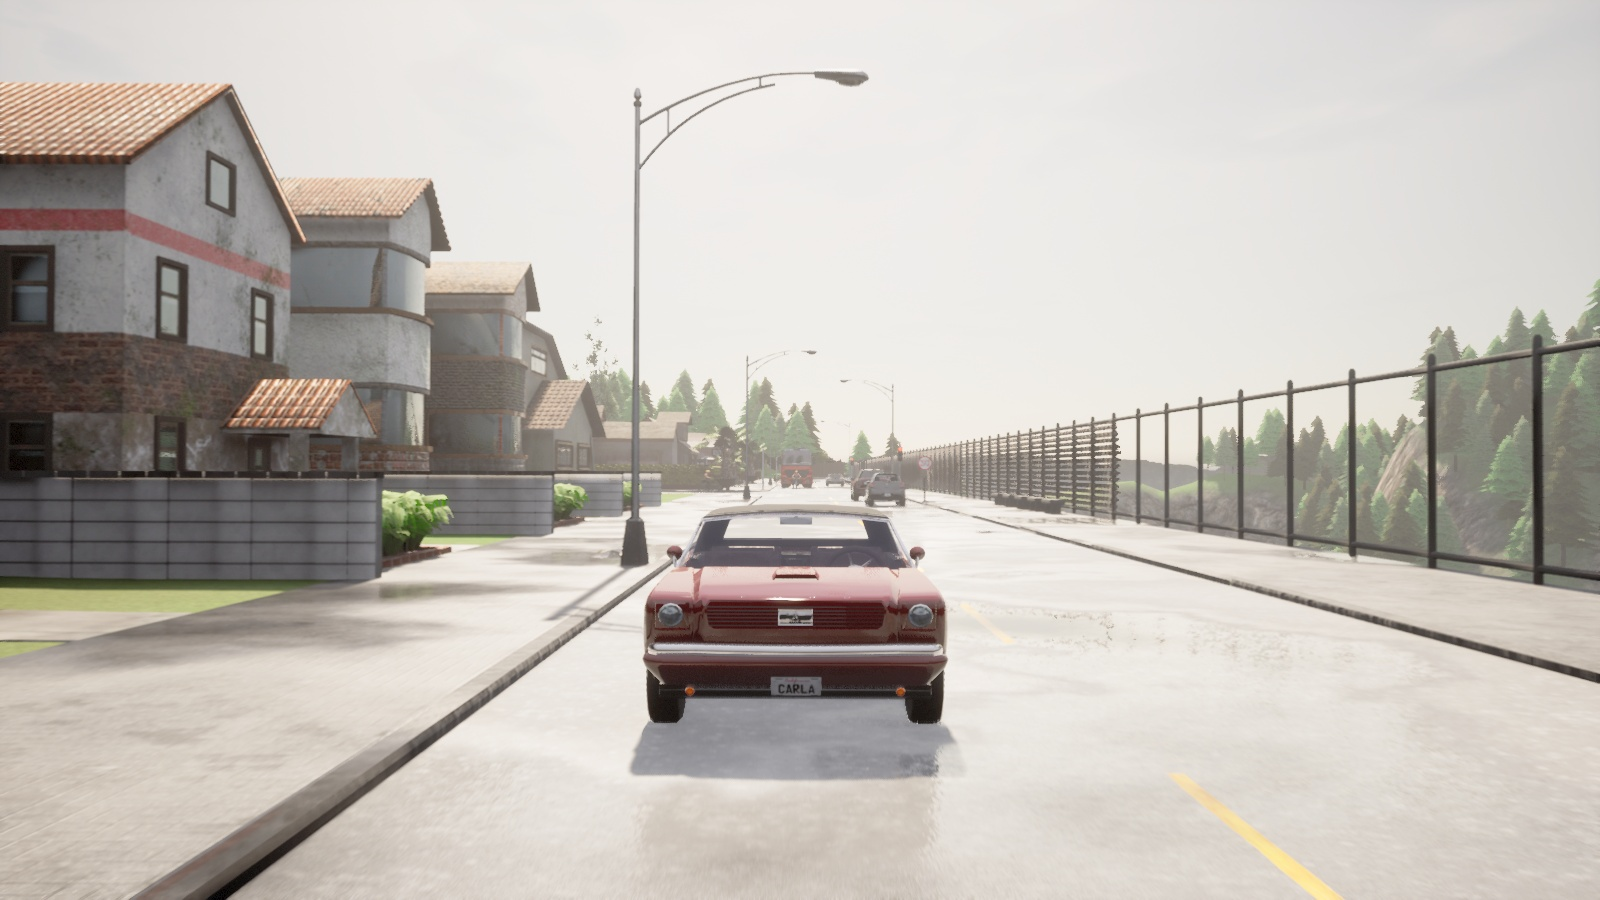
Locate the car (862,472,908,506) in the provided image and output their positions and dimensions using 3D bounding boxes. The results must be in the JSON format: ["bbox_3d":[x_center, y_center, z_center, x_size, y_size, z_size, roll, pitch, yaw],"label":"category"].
[{"bbox_3d":[3.861,1.772,57.280,1.845,1.501,3.633,0,-1,0],"label":"car"}]

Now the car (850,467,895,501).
[{"bbox_3d":[3.837,1.781,67.097,2.097,1.767,4.553,0,-1,0],"label":"car"}]

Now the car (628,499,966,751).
[{"bbox_3d":[-0.023,1.073,9.407,1.895,1.301,4.718,0,-1,0],"label":"car"}]
